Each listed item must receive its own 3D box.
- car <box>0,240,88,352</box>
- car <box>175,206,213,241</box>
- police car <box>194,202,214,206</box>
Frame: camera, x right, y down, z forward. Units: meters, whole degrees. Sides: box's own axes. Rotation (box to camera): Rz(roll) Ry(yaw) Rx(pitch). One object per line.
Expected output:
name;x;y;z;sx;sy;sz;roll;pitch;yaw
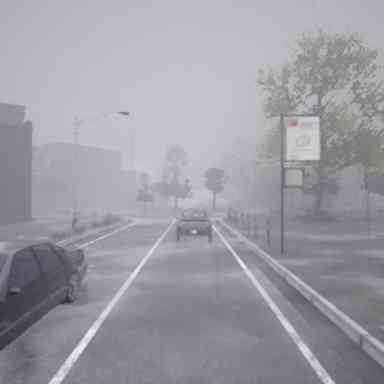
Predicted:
car;-3.341;1.576;5.536;2.033;1.411;5.357;0;0;0
car;0.097;1.712;18.017;2.128;1.511;4.902;0;-1;0
police car;0.756;2.050;33.689;2.038;1.542;4.974;0;-1;8
